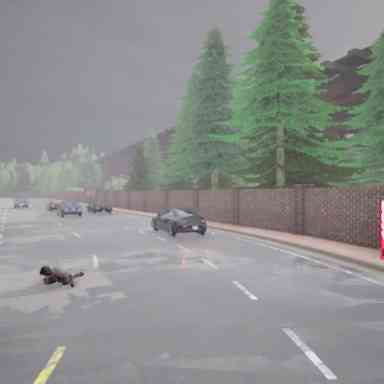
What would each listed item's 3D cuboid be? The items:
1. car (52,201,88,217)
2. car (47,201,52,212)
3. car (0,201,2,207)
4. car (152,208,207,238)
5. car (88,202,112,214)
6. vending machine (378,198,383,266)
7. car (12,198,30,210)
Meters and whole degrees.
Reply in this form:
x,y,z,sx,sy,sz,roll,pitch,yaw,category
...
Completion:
x,y,z,sx,sy,sz,roll,pitch,yaw,category
-11.836,1.636,32.012,2.033,1.411,5.357,0,0,-28,car
-16.798,1.714,41.123,1.895,1.301,4.718,0,0,-29,car
-27.737,1.630,46.245,1.837,1.490,4.892,0,-1,-28,car
-0.774,1.578,18.269,1.812,1.442,4.674,0,0,-24,car
-10.196,1.702,36.320,1.895,1.301,4.718,0,0,-29,car
6.483,1.227,10.123,1.100,2.100,0.880,0,0,-12,vending machine
-23.784,1.618,46.282,2.128,1.511,4.902,0,0,-28,car
